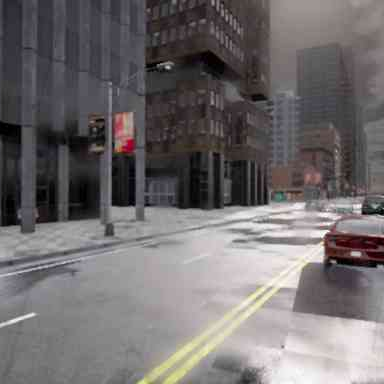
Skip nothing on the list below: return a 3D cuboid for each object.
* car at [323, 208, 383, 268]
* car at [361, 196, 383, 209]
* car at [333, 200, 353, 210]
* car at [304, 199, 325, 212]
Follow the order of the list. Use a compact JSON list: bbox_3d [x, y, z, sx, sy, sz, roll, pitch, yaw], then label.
[{"bbox_3d":[5.689,1.538,11.159,1.882,1.535,5.008,0,0,30],"label":"car"},{"bbox_3d":[16.651,1.391,30.147,2.150,2.045,5.566,0,0,30],"label":"car"},{"bbox_3d":[17.873,1.723,39.162,1.812,1.442,4.674,0,0,30],"label":"car"},{"bbox_3d":[15.192,1.692,41.018,1.837,1.490,4.892,0,0,30],"label":"car"}]
